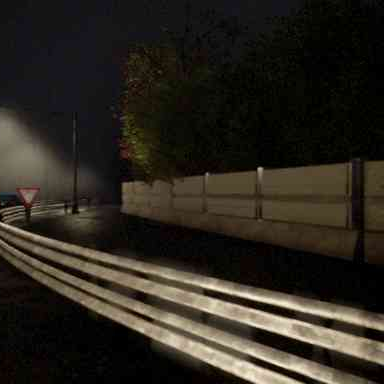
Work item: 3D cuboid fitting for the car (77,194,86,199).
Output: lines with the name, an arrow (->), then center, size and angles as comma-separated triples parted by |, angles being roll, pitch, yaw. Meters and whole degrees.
car -> -26.947, 1.310, 80.513 | 1.882, 1.535, 5.008 | 0, 0, -11

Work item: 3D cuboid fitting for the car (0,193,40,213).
car -> -17.764, 1.210, 33.555 | 2.150, 2.045, 5.566 | 0, 0, -6

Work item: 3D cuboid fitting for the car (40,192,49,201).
car -> -33.033, 1.045, 73.676 | 2.150, 2.045, 5.566 | 0, 0, -21

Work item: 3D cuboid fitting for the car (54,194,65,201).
car -> -31.846, 1.171, 79.915 | 2.097, 1.767, 4.553 | 0, 0, -27

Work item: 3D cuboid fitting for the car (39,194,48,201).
car -> -35.058, 1.305, 78.519 | 1.837, 1.490, 4.892 | 0, 0, -27
